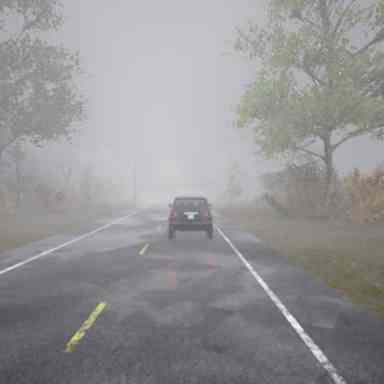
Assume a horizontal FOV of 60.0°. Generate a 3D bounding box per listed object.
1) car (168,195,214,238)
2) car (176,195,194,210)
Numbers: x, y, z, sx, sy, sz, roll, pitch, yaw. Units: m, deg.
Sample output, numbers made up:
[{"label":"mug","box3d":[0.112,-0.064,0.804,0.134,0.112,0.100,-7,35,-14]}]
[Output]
[{"label":"car","box3d":[-0.094,1.173,17.540,2.150,2.045,5.566,0,1,-1]},{"label":"car","box3d":[-0.874,1.221,41.425,2.097,1.767,4.553,0,0,-3]}]
